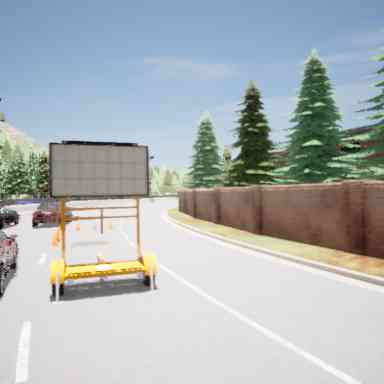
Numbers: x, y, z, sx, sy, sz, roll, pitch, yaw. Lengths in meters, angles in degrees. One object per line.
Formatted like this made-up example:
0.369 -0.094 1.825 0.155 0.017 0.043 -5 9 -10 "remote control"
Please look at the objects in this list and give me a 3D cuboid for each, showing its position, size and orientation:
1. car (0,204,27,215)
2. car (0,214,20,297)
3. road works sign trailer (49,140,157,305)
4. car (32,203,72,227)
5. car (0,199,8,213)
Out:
-13.824 1.768 23.732 2.128 1.511 4.902 -1 0 -12 "car"
-5.633 1.584 8.406 1.882 1.535 5.008 -1 0 -22 "car"
-2.317 0.523 8.510 2.380 3.560 2.880 -1 0 -19 "road works sign trailer"
-10.599 1.588 25.469 2.097 1.767 4.553 -1 0 -11 "car"
-26.359 1.876 43.380 2.097 1.767 4.553 -1 0 1 "car"
